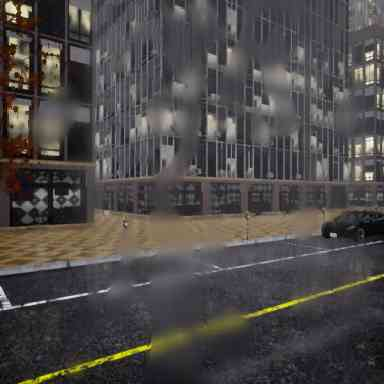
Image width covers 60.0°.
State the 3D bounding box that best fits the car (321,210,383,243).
[{"bbox_3d":[8.140,1.563,16.226,4.313,1.339,1.947,0,0,-36],"label":"car"}]
